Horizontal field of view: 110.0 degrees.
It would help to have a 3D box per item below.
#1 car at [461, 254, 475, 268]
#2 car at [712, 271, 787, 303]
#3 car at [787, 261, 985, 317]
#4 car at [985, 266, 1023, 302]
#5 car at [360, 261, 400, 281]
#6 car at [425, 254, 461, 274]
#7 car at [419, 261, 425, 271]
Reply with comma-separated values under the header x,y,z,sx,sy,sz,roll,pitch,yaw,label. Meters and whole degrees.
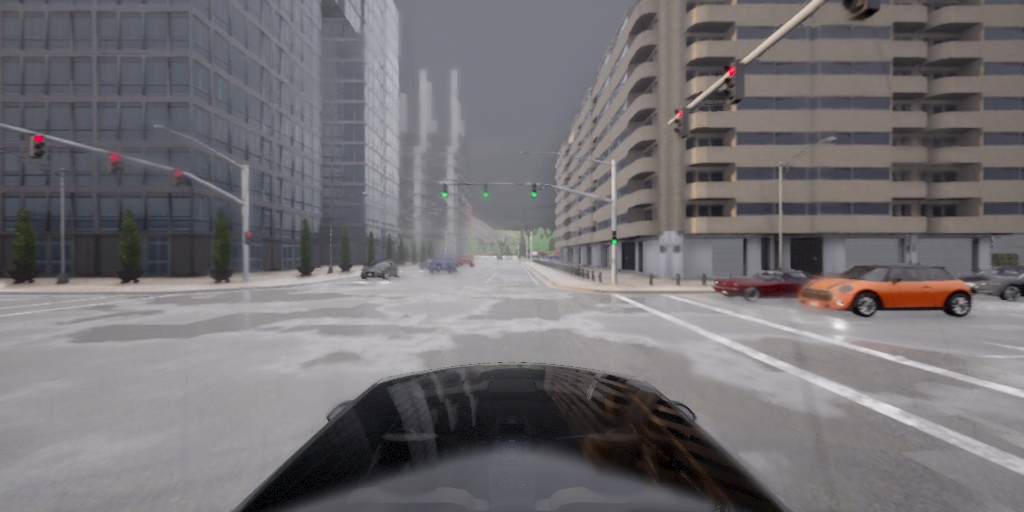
x,y,z,sx,sy,sz,roll,pitch,yaw,label
-7.059,0.737,56.260,2.150,2.045,5.566,0,0,1,car
11.651,1.308,15.968,4.718,1.301,1.895,0,0,0,car
12.722,1.072,12.472,4.553,1.767,2.097,0,0,0,car
22.586,1.182,16.028,4.902,1.511,2.128,0,0,0,car
-10.502,1.133,28.907,1.837,1.490,4.892,0,0,0,car
-7.100,0.810,37.573,2.150,2.045,5.566,0,0,0,car
-10.589,1.083,46.260,1.812,1.442,4.674,0,0,0,car
